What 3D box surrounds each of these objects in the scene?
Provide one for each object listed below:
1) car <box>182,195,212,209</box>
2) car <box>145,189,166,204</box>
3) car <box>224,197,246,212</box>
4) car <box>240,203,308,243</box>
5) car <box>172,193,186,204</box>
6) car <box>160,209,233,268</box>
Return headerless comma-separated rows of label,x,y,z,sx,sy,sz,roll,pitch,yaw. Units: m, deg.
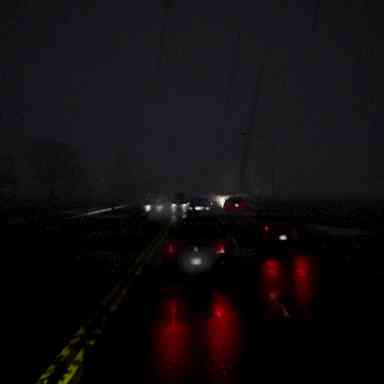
car,0.630,1.192,26.651,2.033,1.411,5.357,0,1,3
car,-4.978,0.594,46.492,2.150,2.045,5.566,0,1,4
car,4.147,1.135,32.067,1.994,1.385,4.181,0,1,3
car,3.531,1.404,14.868,1.895,1.301,4.718,0,1,1
car,-1.664,0.866,47.202,1.837,1.490,4.892,0,1,4
car,0.172,1.459,10.698,1.895,1.301,4.718,0,1,1
